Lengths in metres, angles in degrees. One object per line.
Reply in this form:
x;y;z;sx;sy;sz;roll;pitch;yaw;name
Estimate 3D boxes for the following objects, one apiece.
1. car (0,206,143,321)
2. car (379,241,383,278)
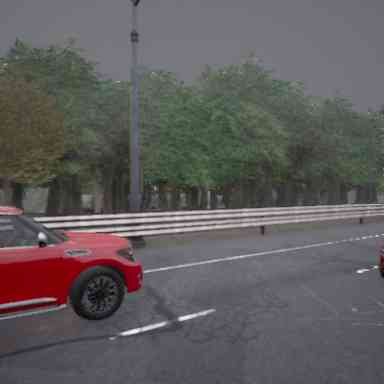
-3.599;1.193;5.486;5.566;2.045;2.150;0;0;-36;car
6.903;1.356;8.675;4.553;1.767;2.097;0;0;-36;car
